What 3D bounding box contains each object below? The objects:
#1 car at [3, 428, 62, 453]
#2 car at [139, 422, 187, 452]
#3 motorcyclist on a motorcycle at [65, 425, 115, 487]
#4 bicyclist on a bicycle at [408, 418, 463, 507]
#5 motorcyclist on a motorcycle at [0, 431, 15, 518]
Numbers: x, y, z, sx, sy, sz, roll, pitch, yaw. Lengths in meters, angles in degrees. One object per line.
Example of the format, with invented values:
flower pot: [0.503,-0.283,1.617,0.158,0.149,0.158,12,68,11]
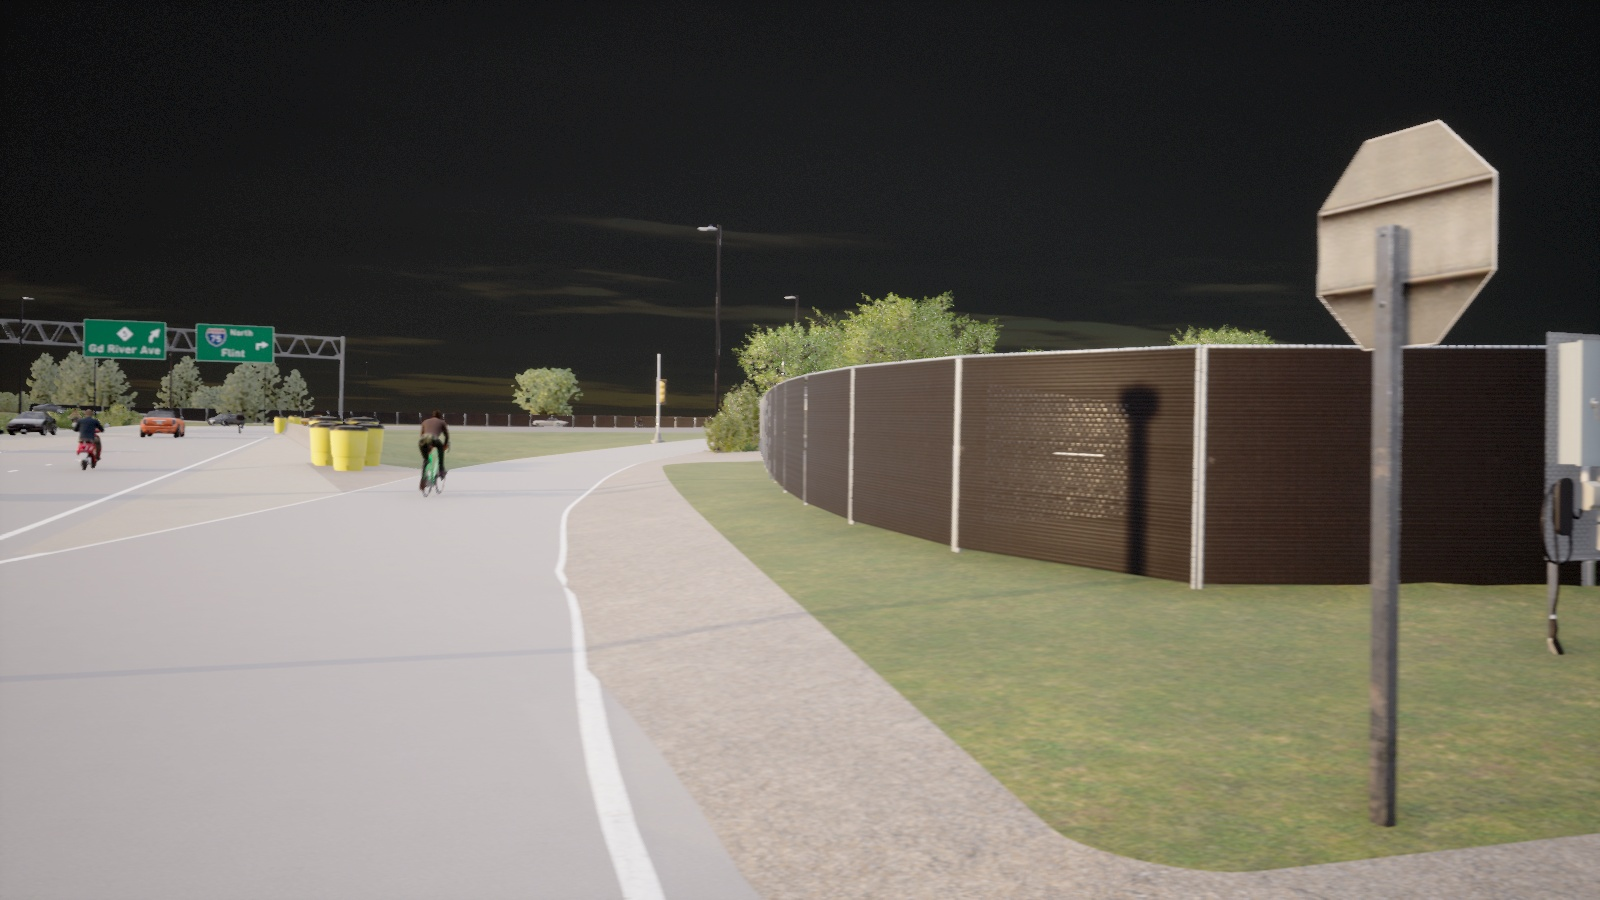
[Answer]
car: [-45.790,-0.582,75.050,2.033,1.411,5.357,0,1,-21]
car: [-39.139,-0.823,77.242,2.097,1.767,4.553,-1,1,-21]
motorcyclist on a motorcycle: [-18.777,0.137,33.233,0.866,1.590,1.817,-1,1,-21]
bicyclist on a bicycle: [-6.873,0.215,23.715,0.582,1.620,1.656,-1,1,-2]
motorcyclist on a motorcycle: [-14.570,0.433,22.093,0.866,1.530,2.191,-1,1,-21]
